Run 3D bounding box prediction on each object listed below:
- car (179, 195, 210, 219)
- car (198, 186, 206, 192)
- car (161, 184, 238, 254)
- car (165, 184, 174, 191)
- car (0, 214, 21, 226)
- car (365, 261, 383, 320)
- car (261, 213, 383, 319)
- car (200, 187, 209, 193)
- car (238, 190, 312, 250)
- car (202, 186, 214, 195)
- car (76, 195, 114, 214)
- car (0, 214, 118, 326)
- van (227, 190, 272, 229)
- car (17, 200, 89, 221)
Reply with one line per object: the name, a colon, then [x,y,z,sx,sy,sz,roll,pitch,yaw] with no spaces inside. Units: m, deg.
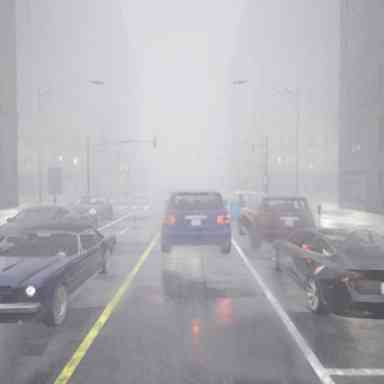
car: [0.172,0.934,22.722,1.895,1.301,4.718,0,2,1]
car: [2.536,-0.827,84.383,1.802,1.307,4.206,0,1,-1]
car: [0.140,0.869,11.951,2.150,2.045,5.566,0,2,0]
car: [-6.083,-1.234,89.900,2.192,1.841,5.009,0,1,-1]
car: [-5.625,1.378,6.902,1.802,1.307,4.206,0,2,0]
car: [2.871,1.506,1.341,2.008,1.369,4.403,0,2,0]
car: [2.901,1.361,6.863,1.947,1.339,4.313,0,2,0]
car: [2.724,-0.515,73.083,1.802,1.307,4.206,0,2,-1]
car: [2.931,0.949,12.377,2.192,1.841,5.009,0,2,0]
car: [2.911,-0.339,61.775,1.967,1.590,4.097,0,2,-1]
car: [-5.566,0.914,17.943,1.967,1.590,4.097,0,2,0]
car: [-2.957,1.400,6.781,1.895,1.301,4.718,0,2,0]
van: [2.960,0.814,17.899,1.690,1.788,3.998,0,2,0]
car: [-5.595,1.201,12.424,1.947,1.339,4.313,0,2,0]
